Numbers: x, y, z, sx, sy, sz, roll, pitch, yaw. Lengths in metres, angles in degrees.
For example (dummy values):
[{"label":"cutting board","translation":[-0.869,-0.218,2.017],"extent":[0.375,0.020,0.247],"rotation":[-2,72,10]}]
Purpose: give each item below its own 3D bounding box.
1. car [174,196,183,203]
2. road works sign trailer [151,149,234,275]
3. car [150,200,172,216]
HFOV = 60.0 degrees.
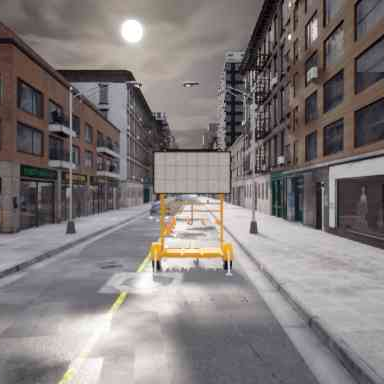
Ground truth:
[{"label":"car","translation":[-2.971,1.644,75.107],"extent":[2.033,1.411,5.357],"rotation":[0,0,0]},{"label":"road works sign trailer","translation":[0.004,0.466,10.381],"extent":[2.380,3.560,2.880],"rotation":[0,0,0]},{"label":"car","translation":[-3.088,1.548,33.339],"extent":[1.812,1.442,4.674],"rotation":[0,0,0]}]
